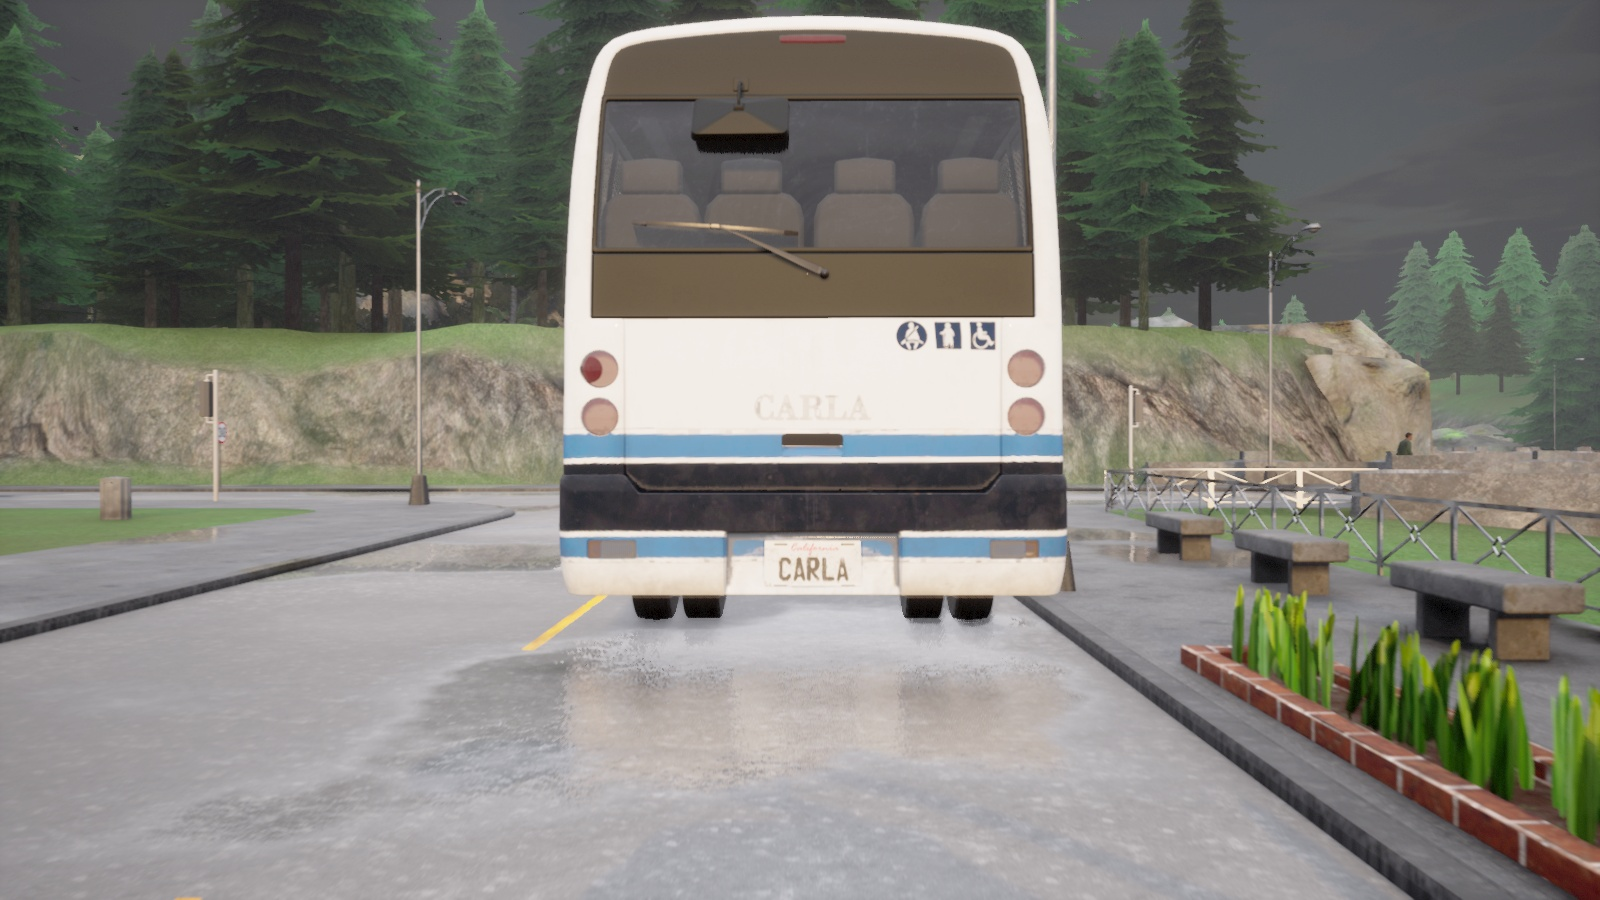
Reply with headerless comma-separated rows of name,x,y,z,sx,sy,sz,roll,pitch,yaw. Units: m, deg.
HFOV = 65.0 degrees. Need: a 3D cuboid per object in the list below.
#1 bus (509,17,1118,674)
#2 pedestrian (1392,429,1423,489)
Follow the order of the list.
bus,0.134,-0.692,13.283,3.944,4.253,10.273,0,0,1
pedestrian,19.769,0.283,40.877,0.788,1.949,0.423,0,0,1
